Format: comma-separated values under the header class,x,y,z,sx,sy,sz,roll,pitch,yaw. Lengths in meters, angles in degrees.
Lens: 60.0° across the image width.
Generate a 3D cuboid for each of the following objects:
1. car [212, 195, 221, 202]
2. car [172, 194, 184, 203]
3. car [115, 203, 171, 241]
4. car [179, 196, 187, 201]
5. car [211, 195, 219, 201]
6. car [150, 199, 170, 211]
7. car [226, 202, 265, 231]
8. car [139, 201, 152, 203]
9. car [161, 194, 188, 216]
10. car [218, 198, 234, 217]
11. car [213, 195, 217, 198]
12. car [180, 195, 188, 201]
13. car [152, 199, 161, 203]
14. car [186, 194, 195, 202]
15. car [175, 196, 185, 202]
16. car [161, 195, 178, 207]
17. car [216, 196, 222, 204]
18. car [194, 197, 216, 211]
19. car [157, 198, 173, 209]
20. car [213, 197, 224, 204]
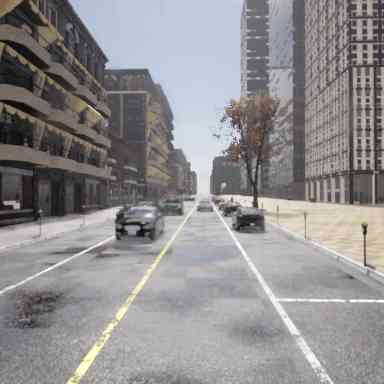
class,x,y,z,sx,sy,sz,roll,pitch,yaw
car,5.580,1.525,76.251,1.967,1.590,4.097,1,0,2
car,-3.006,1.392,71.008,2.192,1.841,5.009,1,0,2
car,-2.505,1.507,16.869,2.128,1.511,4.902,0,0,2
car,-2.368,1.666,87.705,1.947,1.339,4.313,1,0,2
car,6.008,1.540,87.383,1.967,1.590,4.097,1,0,2
car,-4.079,1.608,43.181,1.947,1.339,4.313,1,0,2
car,3.439,1.570,20.596,2.008,1.369,4.403,1,0,2
car,-4.721,1.590,26.485,1.947,1.339,4.313,1,0,2
car,-1.887,1.386,32.951,2.097,1.767,4.553,0,0,3
car,3.867,1.581,31.727,2.008,1.369,4.403,1,0,2
car,4.937,1.614,59.556,2.008,1.369,4.403,1,0,2
car,-2.154,1.659,93.271,2.008,1.369,4.403,1,0,2
car,-4.507,1.581,32.050,2.008,1.369,4.403,1,0,2
car,-0.271,1.673,72.508,1.895,1.301,4.718,0,0,2
car,-2.796,1.629,76.574,1.887,1.381,4.507,1,0,2
car,-3.647,1.371,54.313,2.192,1.841,5.009,1,0,2
car,4.302,1.568,43.029,1.752,1.417,4.829,1,0,2
car,1.603,1.641,40.562,1.895,1.301,4.718,0,0,2
car,-3.871,1.574,48.577,1.752,1.417,4.829,1,0,2
car,5.151,1.621,65.120,2.008,1.369,4.403,1,0,2
